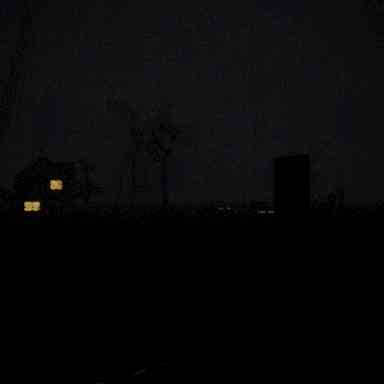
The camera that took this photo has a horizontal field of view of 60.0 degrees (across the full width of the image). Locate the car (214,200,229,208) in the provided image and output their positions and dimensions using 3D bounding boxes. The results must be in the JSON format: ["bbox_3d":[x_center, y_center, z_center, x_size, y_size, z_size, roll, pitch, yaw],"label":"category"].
[{"bbox_3d":[5.750,2.337,66.187,1.837,1.490,4.892,1,-1,-15],"label":"car"}]

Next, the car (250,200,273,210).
[{"bbox_3d":[10.233,2.042,49.470,1.837,1.490,4.892,1,-1,-15],"label":"car"}]
